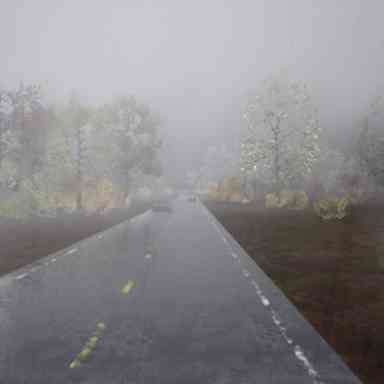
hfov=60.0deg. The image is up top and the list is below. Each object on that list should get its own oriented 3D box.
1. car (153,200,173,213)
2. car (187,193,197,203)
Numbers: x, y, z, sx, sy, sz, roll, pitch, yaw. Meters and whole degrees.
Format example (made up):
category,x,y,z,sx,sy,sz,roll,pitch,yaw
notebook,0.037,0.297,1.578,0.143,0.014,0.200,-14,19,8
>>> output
category,x,y,z,sx,sy,sz,roll,pitch,yaw
car,-3.029,1.552,35.237,1.895,1.301,4.718,0,0,0
car,-0.055,1.406,66.794,2.033,1.411,5.357,0,0,0
